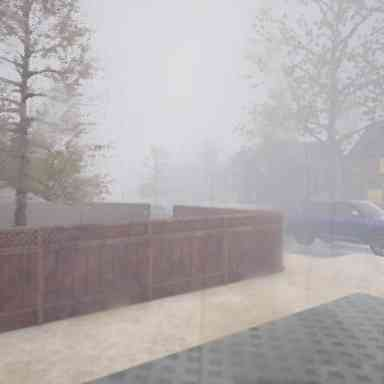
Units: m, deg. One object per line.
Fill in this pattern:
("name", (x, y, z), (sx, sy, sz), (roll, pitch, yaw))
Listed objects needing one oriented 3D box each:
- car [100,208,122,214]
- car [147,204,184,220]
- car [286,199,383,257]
("car", (-10.499, 2.077, 43.218), (1.812, 1.442, 4.674), (2, -2, -34))
("car", (-1.888, 1.752, 25.735), (1.837, 1.490, 4.892), (2, -1, -35))
("car", (6.502, 1.314, 13.664), (2.150, 2.045, 5.566), (2, -2, -35))
